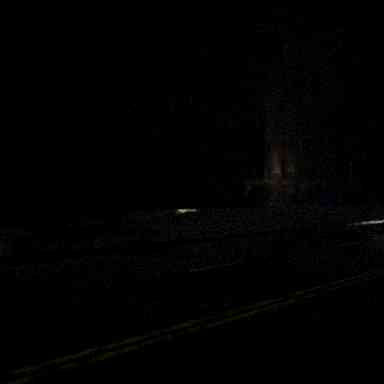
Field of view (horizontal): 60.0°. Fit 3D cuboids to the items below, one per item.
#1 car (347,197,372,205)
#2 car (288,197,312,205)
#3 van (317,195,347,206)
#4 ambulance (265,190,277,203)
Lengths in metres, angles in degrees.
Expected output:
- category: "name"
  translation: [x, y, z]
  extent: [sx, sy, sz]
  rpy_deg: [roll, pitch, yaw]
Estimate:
- category: "car"
  translation: [28.739, 1.469, 57.586]
  extent: [1.947, 1.339, 4.313]
  rpy_deg: [0, 1, -35]
- category: "car"
  translation: [18.519, 1.552, 57.242]
  extent: [1.802, 1.307, 4.206]
  rpy_deg: [0, 1, -35]
- category: "van"
  translation: [21.795, 1.341, 52.639]
  extent: [1.690, 1.788, 3.998]
  rpy_deg: [0, 1, -35]
- category: "ambulance"
  translation: [14.354, 0.902, 67.998]
  extent: [2.351, 2.431, 6.366]
  rpy_deg: [-1, 1, -35]
